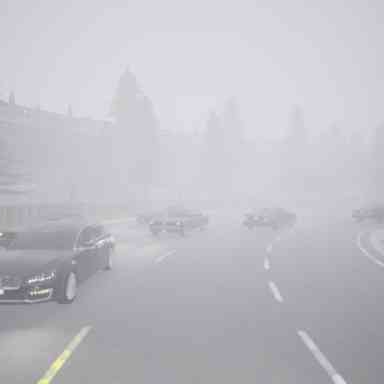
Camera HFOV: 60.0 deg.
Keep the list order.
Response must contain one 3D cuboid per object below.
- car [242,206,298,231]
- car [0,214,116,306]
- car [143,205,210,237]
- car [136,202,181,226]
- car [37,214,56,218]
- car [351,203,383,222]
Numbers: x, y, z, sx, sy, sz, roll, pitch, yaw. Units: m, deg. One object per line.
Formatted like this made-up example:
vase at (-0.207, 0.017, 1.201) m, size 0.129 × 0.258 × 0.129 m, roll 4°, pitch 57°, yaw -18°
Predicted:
car at (5.029, 1.565, 20.999) m, size 2.033 × 1.411 × 5.357 m, roll 0°, pitch 0°, yaw 34°
car at (-3.279, 1.513, 8.260) m, size 1.837 × 1.490 × 4.892 m, roll 0°, pitch 0°, yaw 2°
car at (-0.596, 1.616, 18.349) m, size 1.895 × 1.301 × 4.718 m, roll 0°, pitch 0°, yaw 21°
car at (-1.901, 1.497, 23.454) m, size 1.882 × 1.535 × 5.008 m, roll 0°, pitch 0°, yaw 30°
car at (-5.786, 1.613, 14.013) m, size 1.895 × 1.301 × 4.718 m, roll 0°, pitch 0°, yaw 12°
car at (14.744, 1.570, 26.190) m, size 5.357 × 1.411 × 2.033 m, roll 0°, pitch 0°, yaw -34°
